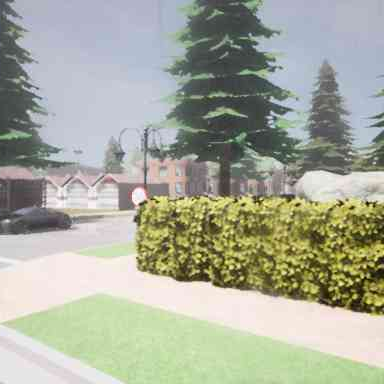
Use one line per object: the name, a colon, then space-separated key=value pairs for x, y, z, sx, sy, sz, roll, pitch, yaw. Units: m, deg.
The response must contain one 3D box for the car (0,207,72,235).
car: x=-8.890 y=1.527 z=18.585 sx=1.994 sy=1.385 sz=4.181 roll=0 pitch=0 yaw=35
